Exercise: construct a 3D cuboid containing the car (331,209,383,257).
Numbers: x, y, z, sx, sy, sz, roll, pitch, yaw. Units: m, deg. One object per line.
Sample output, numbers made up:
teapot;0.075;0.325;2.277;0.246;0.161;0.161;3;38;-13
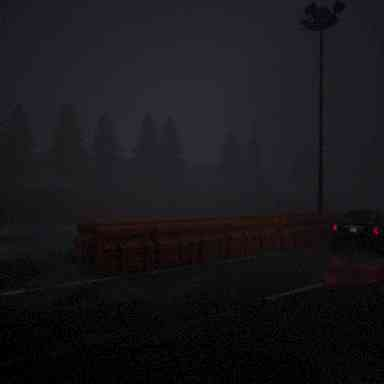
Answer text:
car;7.803;1.484;13.739;4.553;1.767;2.097;1;-1;-35
